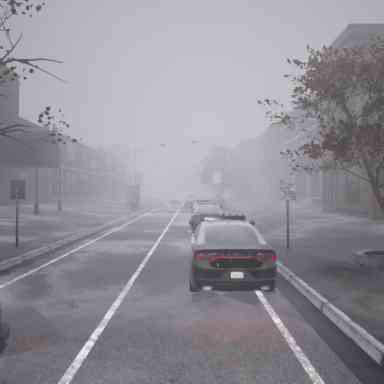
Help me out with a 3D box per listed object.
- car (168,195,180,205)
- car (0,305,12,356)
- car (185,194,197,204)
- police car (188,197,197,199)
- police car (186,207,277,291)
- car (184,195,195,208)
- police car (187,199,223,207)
[{"bbox_3d":[-3.148,1.389,58.927,1.882,1.535,5.008,0,0,0],"label":"car"},{"bbox_3d":[-3.102,1.547,1.671,2.033,1.411,5.357,0,0,0],"label":"car"},{"bbox_3d":[-0.150,1.257,59.816,2.097,1.767,4.553,0,0,0],"label":"car"},{"bbox_3d":[0.838,1.428,25.117,1.930,1.638,5.238,0,0,0],"label":"police car"},{"bbox_3d":[0.879,1.426,9.116,1.930,1.638,5.238,0,0,0],"label":"police car"},{"bbox_3d":[-0.101,1.507,46.698,1.812,1.442,4.674,0,0,0],"label":"car"},{"bbox_3d":[0.853,1.428,19.117,1.930,1.638,5.238,0,0,0],"label":"police car"}]
